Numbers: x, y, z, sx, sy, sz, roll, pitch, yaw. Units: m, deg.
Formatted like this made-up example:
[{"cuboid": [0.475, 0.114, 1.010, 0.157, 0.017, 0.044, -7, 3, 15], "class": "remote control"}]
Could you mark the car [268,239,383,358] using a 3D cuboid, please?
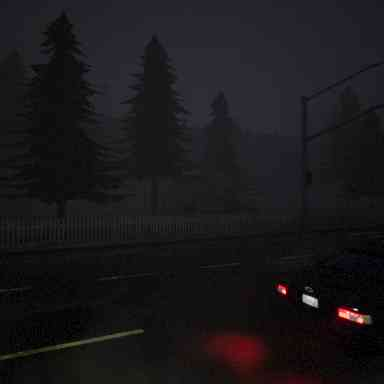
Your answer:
[{"cuboid": [3.887, 1.548, 5.698, 5.357, 1.411, 2.033, 0, 0, -26], "class": "car"}]
